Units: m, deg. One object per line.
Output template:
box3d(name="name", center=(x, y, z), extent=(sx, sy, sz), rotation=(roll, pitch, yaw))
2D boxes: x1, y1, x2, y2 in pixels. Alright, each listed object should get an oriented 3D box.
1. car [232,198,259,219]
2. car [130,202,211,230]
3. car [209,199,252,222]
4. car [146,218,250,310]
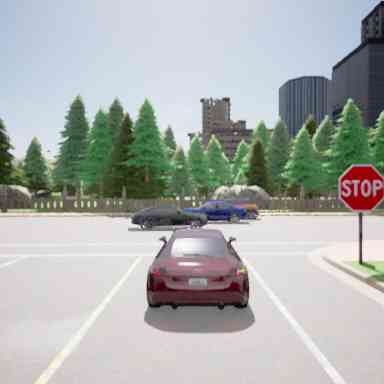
box3d(name="car", center=(3.177, 1.323, 27.667), extent=(4.553, 1.767, 2.097), rotation=(0, 0, -2))
box3d(name="car", center=(-1.391, 1.514, 20.308), extent=(4.674, 1.442, 1.812), rotation=(0, 0, -2))
box3d(name="car", center=(1.469, 1.457, 24.102), extent=(5.008, 1.535, 1.882), rotation=(0, 0, -2))
box3d(name="car", center=(0.132, 1.545, 7.858), extent=(1.994, 1.385, 4.181), rotation=(0, 0, 1))
